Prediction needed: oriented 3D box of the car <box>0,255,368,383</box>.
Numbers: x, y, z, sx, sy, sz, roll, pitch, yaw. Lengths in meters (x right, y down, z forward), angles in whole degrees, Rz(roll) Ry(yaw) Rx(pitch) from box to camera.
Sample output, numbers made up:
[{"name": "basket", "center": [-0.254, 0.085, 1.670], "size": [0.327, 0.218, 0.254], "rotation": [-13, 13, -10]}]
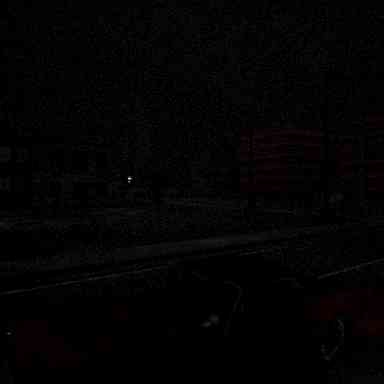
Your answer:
[{"name": "car", "center": [0.226, 1.601, 4.215], "size": [4.718, 1.301, 1.895], "rotation": [0, 0, -38]}]
